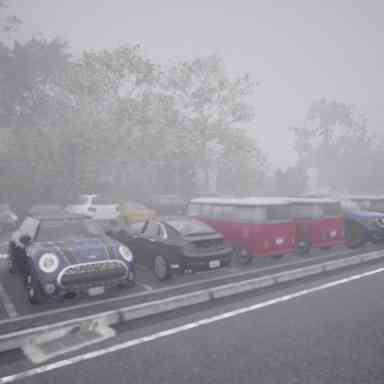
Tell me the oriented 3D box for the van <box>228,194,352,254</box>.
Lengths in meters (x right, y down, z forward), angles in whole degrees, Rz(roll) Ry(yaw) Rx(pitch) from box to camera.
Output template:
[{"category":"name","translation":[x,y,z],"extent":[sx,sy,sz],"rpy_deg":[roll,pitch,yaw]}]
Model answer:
[{"category":"van","translation":[3.629,1.197,13.273],"extent":[1.878,1.987,4.442],"rpy_deg":[0,0,-36]}]

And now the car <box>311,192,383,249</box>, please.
[{"category":"car","translation":[5.995,1.156,14.784],"extent":[2.435,2.045,5.566],"rpy_deg":[0,0,-36]}]

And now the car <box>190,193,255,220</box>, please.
[{"category":"car","translation":[2.453,1.125,28.327],"extent":[2.435,2.045,5.566],"rpy_deg":[-1,0,-36]}]

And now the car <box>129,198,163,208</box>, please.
[{"category":"car","translation":[-4.447,1.424,23.663],"extent":[1.946,1.575,5.366],"rpy_deg":[0,0,-36]}]

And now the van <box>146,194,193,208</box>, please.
[{"category":"van","translation":[-2.150,1.186,25.218],"extent":[1.878,1.987,4.442],"rpy_deg":[0,0,-36]}]

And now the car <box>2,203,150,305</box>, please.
[{"category":"car","translation":[-3.164,1.343,8.316],"extent":[2.185,1.767,4.553],"rpy_deg":[0,0,-36]}]

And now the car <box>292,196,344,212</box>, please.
[{"category":"car","translation":[13.740,1.233,36.415],"extent":[2.231,1.521,4.892],"rpy_deg":[-1,1,-36]}]

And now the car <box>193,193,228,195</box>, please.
[{"category":"car","translation":[0.160,1.145,26.760],"extent":[2.435,2.045,5.566],"rpy_deg":[0,0,-36]}]

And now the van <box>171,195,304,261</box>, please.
[{"category":"van","translation":[1.348,1.212,11.644],"extent":[1.878,1.987,4.442],"rpy_deg":[0,0,-36]}]

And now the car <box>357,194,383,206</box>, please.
[{"category":"car","translation":[25.012,1.076,44.508],"extent":[2.163,1.488,4.792],"rpy_deg":[-1,1,-36]}]

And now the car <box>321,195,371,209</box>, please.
[{"category":"car","translation":[18.250,1.158,39.650],"extent":[2.097,1.535,5.008],"rpy_deg":[-1,1,-36]}]

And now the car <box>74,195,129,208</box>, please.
[{"category":"car","translation":[-6.616,1.191,21.920],"extent":[2.435,2.045,5.566],"rpy_deg":[0,0,-36]}]

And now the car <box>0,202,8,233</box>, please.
[{"category":"car","translation":[-11.135,1.348,18.696],"extent":[2.185,1.767,4.553],"rpy_deg":[0,0,-36]}]

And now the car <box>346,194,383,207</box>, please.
[{"category":"car","translation":[22.767,1.085,42.877],"extent":[2.231,1.521,4.892],"rpy_deg":[-1,1,-36]}]

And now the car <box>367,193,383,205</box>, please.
[{"category":"car","translation":[27.395,1.006,45.946],"extent":[1.946,1.575,5.366],"rpy_deg":[-1,1,-36]}]

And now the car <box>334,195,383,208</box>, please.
[{"category":"car","translation":[20.509,1.121,41.263],"extent":[2.097,1.535,5.008],"rpy_deg":[-1,1,-36]}]

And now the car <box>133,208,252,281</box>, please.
[{"category":"car","translation":[-0.861,1.454,9.915],"extent":[2.231,1.521,4.892],"rpy_deg":[0,0,-36]}]
